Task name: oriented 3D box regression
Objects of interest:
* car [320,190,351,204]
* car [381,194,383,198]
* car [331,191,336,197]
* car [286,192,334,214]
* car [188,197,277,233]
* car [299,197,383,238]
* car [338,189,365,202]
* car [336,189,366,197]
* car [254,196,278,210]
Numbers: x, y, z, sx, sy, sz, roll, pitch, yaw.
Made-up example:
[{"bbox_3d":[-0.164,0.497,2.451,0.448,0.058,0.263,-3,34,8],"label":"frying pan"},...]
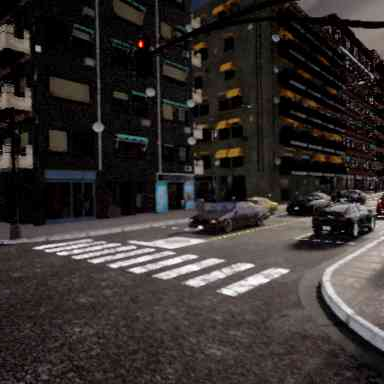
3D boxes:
[{"bbox_3d":[15.931,0.557,36.806,1.947,1.339,4.313,0,2,42],"label":"car"},{"bbox_3d":[14.273,0.668,23.118,1.967,1.590,4.097,0,2,42],"label":"car"},{"bbox_3d":[12.042,0.689,32.450,1.752,1.417,4.829,0,2,42],"label":"car"},{"bbox_3d":[8.741,0.925,25.058,1.994,1.385,4.181,-1,1,42],"label":"car"},{"bbox_3d":[2.144,1.201,17.680,2.033,1.411,5.357,-1,1,42],"label":"car"},{"bbox_3d":[6.724,1.114,14.664,2.008,1.369,4.403,0,2,42],"label":"car"},{"bbox_3d":[19.706,0.368,41.033,1.887,1.381,4.507,0,2,42],"label":"car"},{"bbox_3d":[15.682,0.545,32.821,2.128,1.511,4.902,-1,1,42],"label":"car"},{"bbox_3d":[4.490,1.024,23.993,1.752,1.417,4.829,0,2,42],"label":"car"}]
